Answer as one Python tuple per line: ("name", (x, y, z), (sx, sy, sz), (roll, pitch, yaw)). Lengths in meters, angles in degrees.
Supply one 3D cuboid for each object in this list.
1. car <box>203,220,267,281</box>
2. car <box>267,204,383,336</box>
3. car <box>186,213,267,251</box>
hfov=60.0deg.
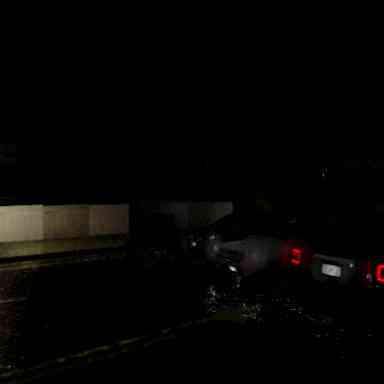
("car", (2.834, 1.636, 9.663), (4.718, 1.301, 1.895), (0, 0, -35))
("car", (4.231, 1.253, 6.424), (5.566, 2.045, 2.150), (0, 0, -35))
("car", (1.977, 1.566, 13.038), (4.674, 1.442, 1.812), (0, 0, -35))
